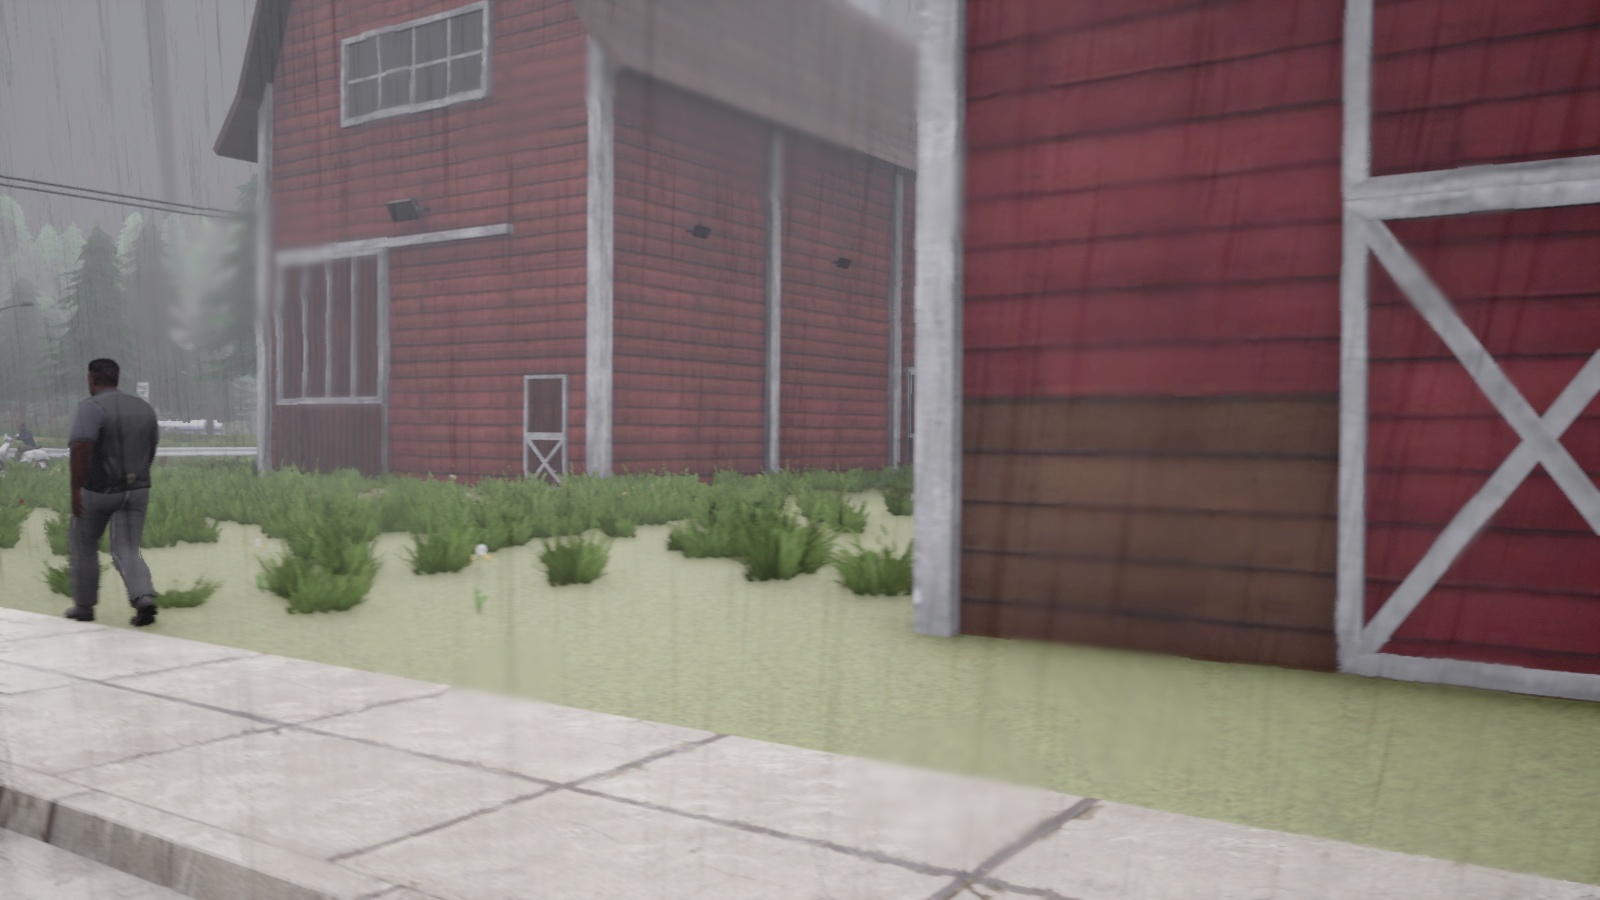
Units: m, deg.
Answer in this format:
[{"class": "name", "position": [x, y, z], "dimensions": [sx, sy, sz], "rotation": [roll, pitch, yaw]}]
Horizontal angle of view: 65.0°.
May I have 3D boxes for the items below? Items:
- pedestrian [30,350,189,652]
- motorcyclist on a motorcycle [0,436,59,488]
[{"class": "pedestrian", "position": [-4.550, 0.315, 8.275], "dimensions": [0.849, 1.883, 0.563], "rotation": [0, 1, 33]}, {"class": "motorcyclist on a motorcycle", "position": [-24.801, 0.364, 40.005], "dimensions": [0.866, 1.590, 1.817], "rotation": [0, 1, 35]}]
